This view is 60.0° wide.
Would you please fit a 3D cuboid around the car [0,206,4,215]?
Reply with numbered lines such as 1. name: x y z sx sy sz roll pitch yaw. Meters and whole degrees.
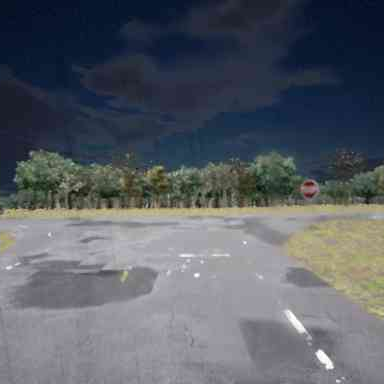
1. car: -18.495 1.557 28.186 4.674 1.442 1.812 -1 -3 1
